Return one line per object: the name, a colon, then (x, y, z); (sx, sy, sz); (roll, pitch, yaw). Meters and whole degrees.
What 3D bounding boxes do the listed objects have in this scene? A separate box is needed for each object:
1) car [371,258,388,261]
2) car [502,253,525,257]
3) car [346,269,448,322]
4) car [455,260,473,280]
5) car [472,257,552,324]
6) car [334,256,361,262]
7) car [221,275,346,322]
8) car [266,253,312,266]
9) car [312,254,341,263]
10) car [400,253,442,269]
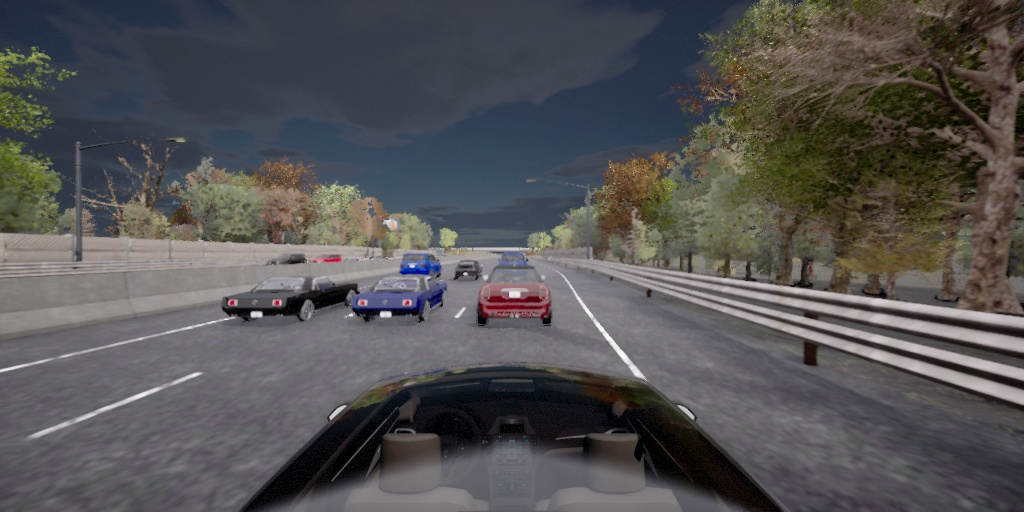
car: (-17.571, 0.972, 47.429); (1.837, 1.490, 4.892); (0, 0, 0)
car: (0.088, 0.801, 27.631); (2.150, 2.045, 5.566); (0, 0, 0)
car: (-3.416, 1.282, 11.959); (1.895, 1.301, 4.718); (0, 0, 0)
car: (-3.410, 1.078, 28.849); (1.837, 1.490, 4.892); (0, 0, 0)
car: (0.079, 1.036, 11.734); (2.097, 1.767, 4.553); (0, 0, 0)
car: (-21.068, 1.031, 47.269); (1.994, 1.385, 4.181); (0, 0, 0)
car: (-6.917, 1.282, 11.953); (1.895, 1.301, 4.718); (0, 0, 0)
car: (-28.046, 0.701, 44.867); (2.150, 2.045, 5.566); (0, 0, 0)
car: (-24.564, 0.688, 47.500); (2.150, 2.045, 5.566); (0, 0, 0)
car: (-6.912, 0.801, 27.586); (2.150, 2.045, 5.566); (0, 0, 0)
